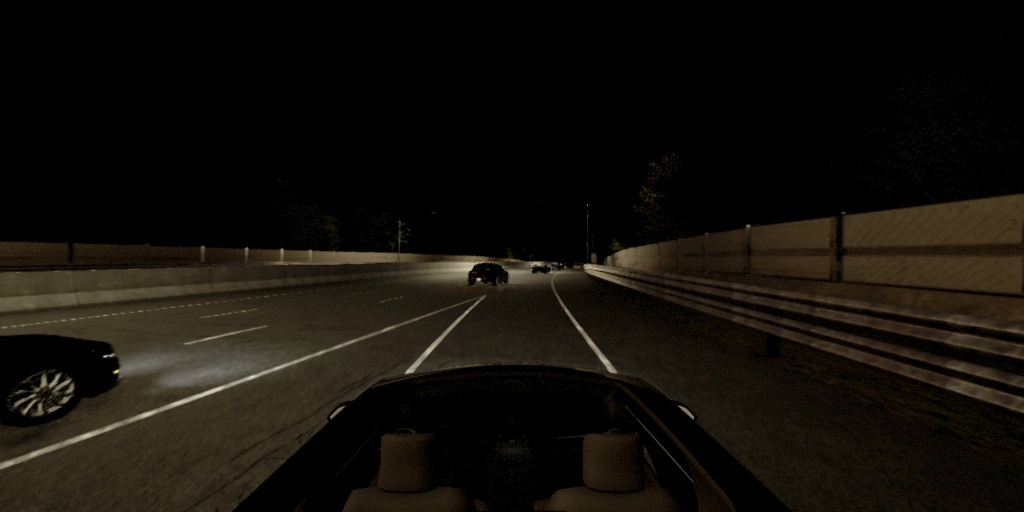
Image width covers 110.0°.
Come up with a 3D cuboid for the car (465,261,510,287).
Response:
[{"bbox_3d":[-1.508,1.244,24.456,1.837,1.490,4.892,0,-1,13],"label":"car"}]

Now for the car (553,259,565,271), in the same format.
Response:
[{"bbox_3d":[7.538,1.777,62.512,2.128,1.511,4.902,0,-1,13],"label":"car"}]

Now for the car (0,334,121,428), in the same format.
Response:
[{"bbox_3d":[-6.635,1.258,2.931,1.837,1.490,4.892,-1,-1,13],"label":"car"}]

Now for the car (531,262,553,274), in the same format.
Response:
[{"bbox_3d":[3.850,1.656,46.999,1.895,1.301,4.718,0,-1,13],"label":"car"}]
